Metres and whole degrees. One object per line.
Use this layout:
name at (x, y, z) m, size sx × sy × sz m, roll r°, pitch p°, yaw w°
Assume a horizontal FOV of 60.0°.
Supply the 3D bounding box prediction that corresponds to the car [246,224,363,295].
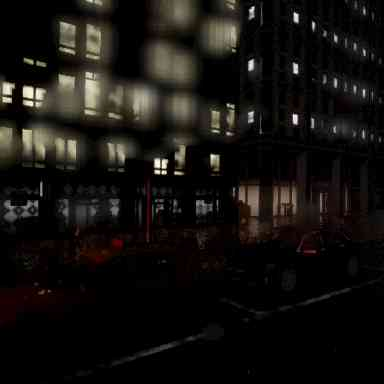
car at (2.727, 1.550, 8.653) m, size 4.403 × 1.369 × 2.008 m, roll 0°, pitch 1°, yaw -35°

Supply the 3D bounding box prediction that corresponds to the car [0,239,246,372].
car at (-1.491, 1.525, 5.643) m, size 4.829 × 1.417 × 1.752 m, roll 0°, pitch 1°, yaw -35°
